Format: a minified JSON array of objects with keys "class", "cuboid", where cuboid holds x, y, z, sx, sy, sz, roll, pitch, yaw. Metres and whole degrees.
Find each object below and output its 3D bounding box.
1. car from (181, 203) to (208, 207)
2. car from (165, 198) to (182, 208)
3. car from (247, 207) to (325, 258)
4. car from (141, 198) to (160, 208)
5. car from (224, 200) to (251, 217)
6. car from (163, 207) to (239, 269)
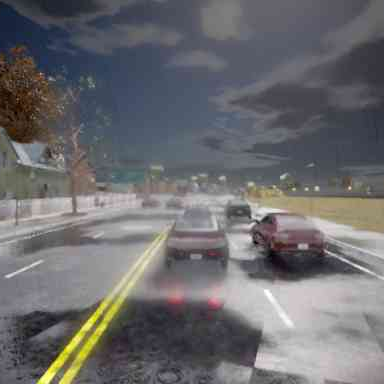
[{"class":"car","cuboid":[0.430,1.527,24.887,1.895,1.301,4.718,0,0,2]},{"class":"car","cuboid":[-2.283,1.431,43.155,2.033,1.411,5.357,0,0,3]},{"class":"car","cuboid":[3.432,1.487,12.434,1.812,1.442,4.674,0,0,1]},{"class":"car","cuboid":[-5.464,1.483,44.482,1.895,1.301,4.718,0,0,3]},{"class":"car","cuboid":[3.794,1.396,27.943,1.882,1.535,5.008,0,0,2]},{"class":"car","cuboid":[0.154,1.456,11.026,2.128,1.511,4.902,0,0,1]}]
